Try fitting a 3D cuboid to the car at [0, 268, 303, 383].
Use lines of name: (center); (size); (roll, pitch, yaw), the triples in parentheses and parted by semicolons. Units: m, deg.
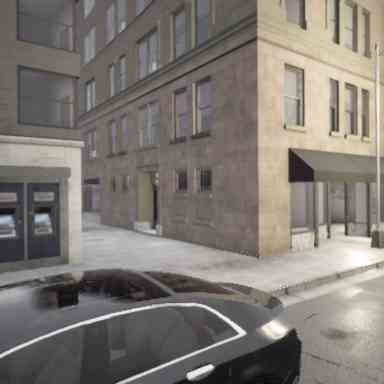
car: (-1.190, 1.501, 2.509); (4.892, 1.490, 1.837); (-1, 0, -35)
